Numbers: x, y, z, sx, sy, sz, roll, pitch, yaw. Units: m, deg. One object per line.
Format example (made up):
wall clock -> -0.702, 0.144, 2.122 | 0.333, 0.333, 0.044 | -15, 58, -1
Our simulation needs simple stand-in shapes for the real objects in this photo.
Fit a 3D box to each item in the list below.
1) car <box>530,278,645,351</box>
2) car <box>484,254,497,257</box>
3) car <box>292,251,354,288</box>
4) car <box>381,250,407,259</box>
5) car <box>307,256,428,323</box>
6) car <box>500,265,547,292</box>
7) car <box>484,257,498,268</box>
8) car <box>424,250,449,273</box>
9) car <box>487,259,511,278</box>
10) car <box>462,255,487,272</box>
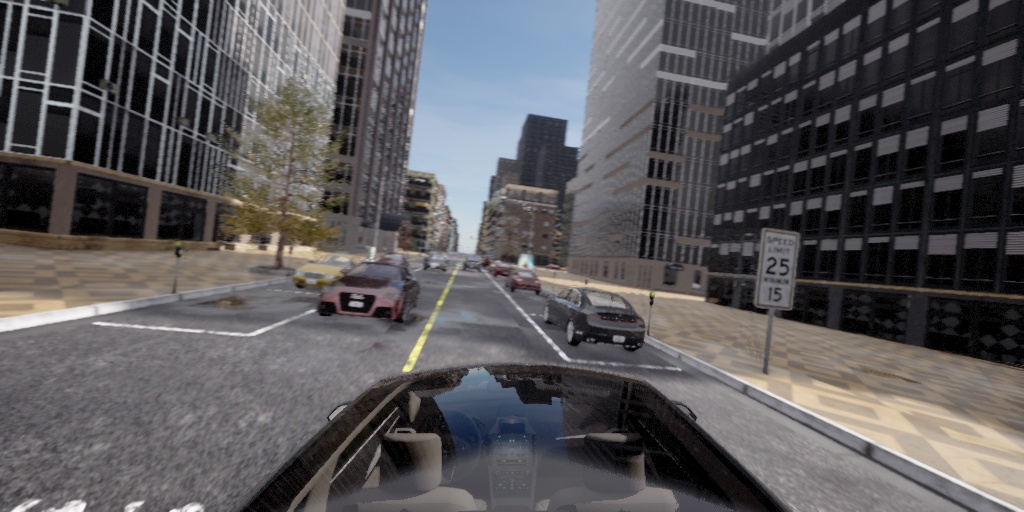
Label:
car -> 1.979, 1.533, 9.945 | 2.007, 1.370, 4.403 | 0, 0, -7
car -> -3.054, 0.788, 48.531 | 2.192, 1.841, 5.009 | 0, 0, -7
car -> -6.973, 0.485, 14.200 | 1.751, 1.417, 4.829 | 0, 0, -7
car -> -8.434, 0.396, 25.393 | 1.802, 1.307, 4.207 | 0, 0, -7
car -> -3.770, 0.882, 10.131 | 1.994, 1.385, 4.181 | 7, 0, -7
car -> 0.541, 1.419, 20.970 | 1.802, 1.307, 4.207 | 0, 0, -7
car -> -1.638, 1.144, 37.675 | 1.751, 1.417, 4.829 | 0, 0, -7
car -> -6.412, 0.542, 30.617 | 2.128, 1.511, 4.902 | 7, 0, -7
car -> -0.898, 1.237, 31.995 | 1.888, 1.381, 4.507 | 0, 0, -7
car -> -4.182, 0.812, 37.584 | 2.128, 1.511, 4.902 | 7, 0, -7
